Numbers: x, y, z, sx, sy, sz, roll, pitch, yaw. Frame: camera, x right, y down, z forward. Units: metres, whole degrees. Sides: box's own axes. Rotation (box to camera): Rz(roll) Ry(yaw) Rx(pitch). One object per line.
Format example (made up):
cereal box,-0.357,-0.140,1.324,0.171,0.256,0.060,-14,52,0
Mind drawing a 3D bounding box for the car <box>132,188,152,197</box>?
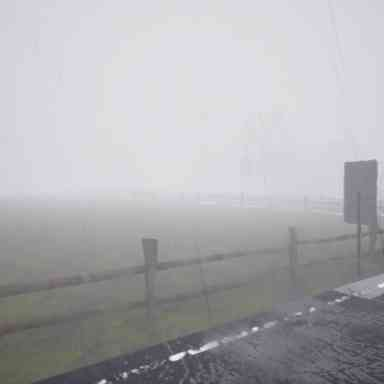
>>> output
car,-8.627,0.139,57.165,2.128,1.511,4.902,0,1,-35
